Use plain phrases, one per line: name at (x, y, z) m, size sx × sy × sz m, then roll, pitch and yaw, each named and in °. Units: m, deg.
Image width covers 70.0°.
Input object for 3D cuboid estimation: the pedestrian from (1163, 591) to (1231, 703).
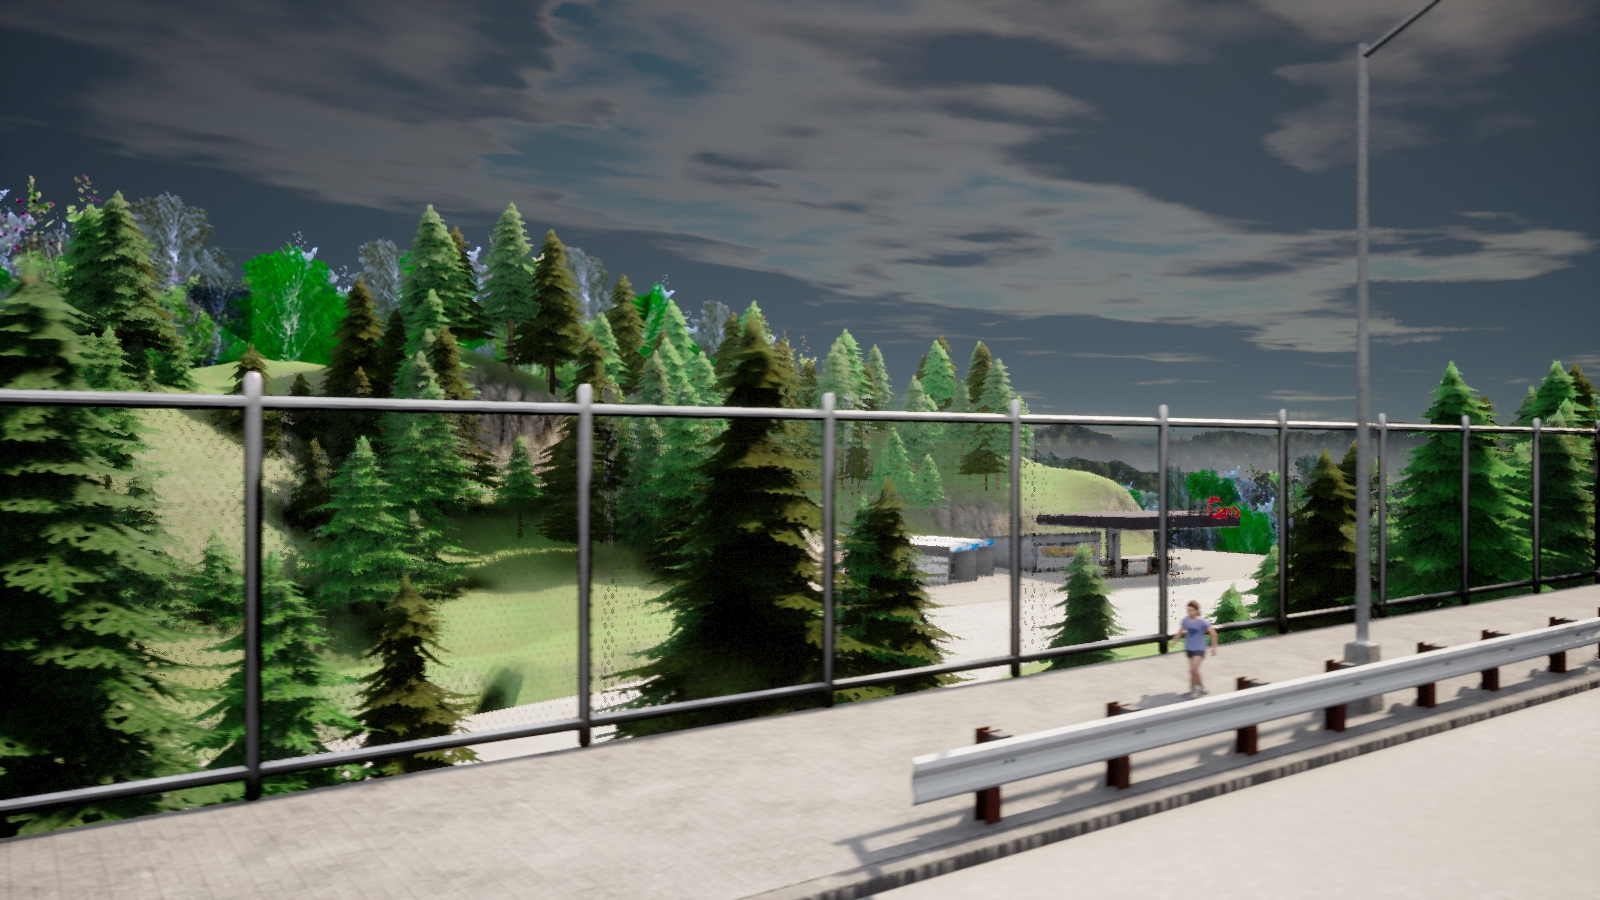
pedestrian at (4.318, 2.124, 12.419) m, size 0.500 × 1.100 × 0.500 m, roll 0°, pitch 0°, yaw -35°
